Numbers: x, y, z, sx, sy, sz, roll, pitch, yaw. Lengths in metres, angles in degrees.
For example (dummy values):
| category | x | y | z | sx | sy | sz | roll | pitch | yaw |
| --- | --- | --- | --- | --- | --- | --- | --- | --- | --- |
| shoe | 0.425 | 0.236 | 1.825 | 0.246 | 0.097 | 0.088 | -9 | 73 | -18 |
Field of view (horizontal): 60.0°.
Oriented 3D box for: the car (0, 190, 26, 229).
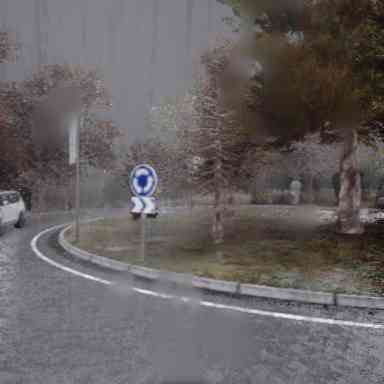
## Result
| category | x | y | z | sx | sy | sz | roll | pitch | yaw |
| --- | --- | --- | --- | --- | --- | --- | --- | --- | --- |
| car | -9.766 | 0.955 | 15.887 | 2.150 | 2.045 | 5.566 | 0 | 1 | -11 |
